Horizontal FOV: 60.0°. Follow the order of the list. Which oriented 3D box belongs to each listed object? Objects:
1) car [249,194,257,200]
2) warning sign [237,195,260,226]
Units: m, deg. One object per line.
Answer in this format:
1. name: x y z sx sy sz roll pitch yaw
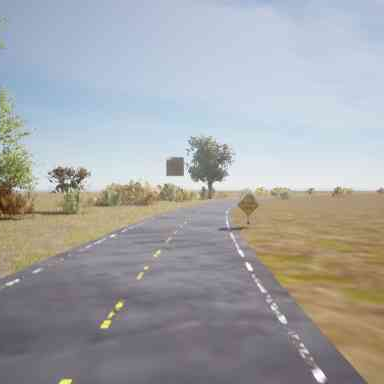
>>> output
1. car: 16.689 1.302 92.730 2.097 1.767 4.553 0 0 19
2. warning sign: 3.385 1.086 20.037 1.300 1.860 1.060 0 0 4
